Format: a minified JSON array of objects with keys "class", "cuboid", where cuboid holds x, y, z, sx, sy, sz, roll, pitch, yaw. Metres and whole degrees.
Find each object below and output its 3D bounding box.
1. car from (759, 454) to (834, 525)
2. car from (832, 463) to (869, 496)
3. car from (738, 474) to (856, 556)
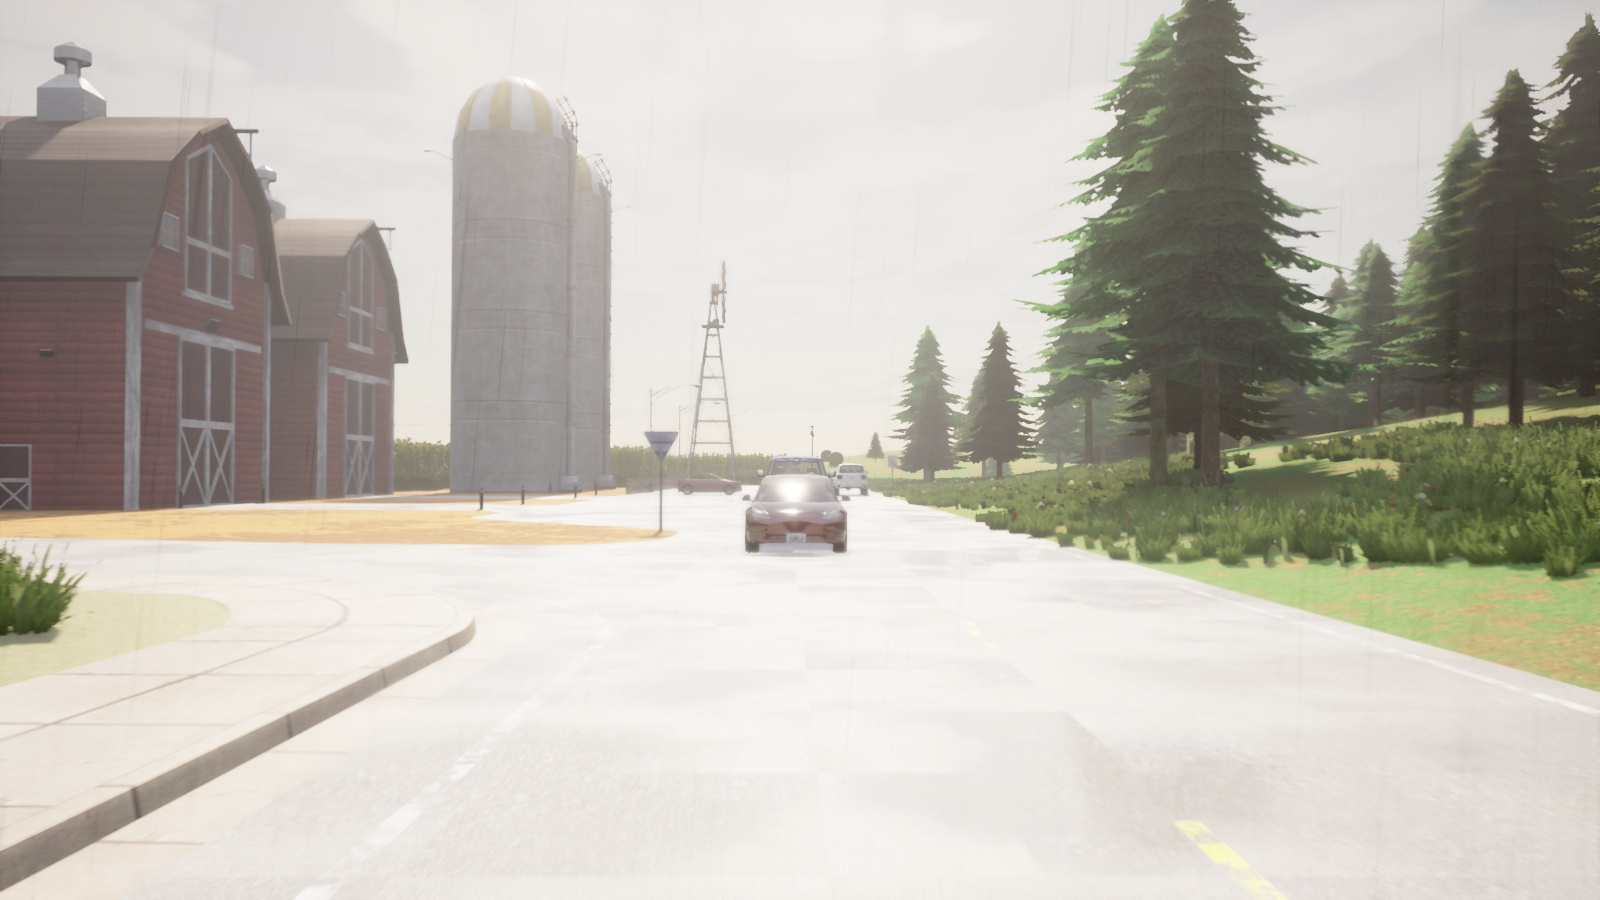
[{"class":"car","cuboid":[-0.105,1.188,39.076,2.150,2.045,5.566,0,-1,0]},{"class":"car","cuboid":[3.283,1.894,82.070,2.150,2.045,5.566,0,-1,0]},{"class":"car","cuboid":[-0.068,1.240,25.457,2.163,1.488,4.792,0,-1,0]}]
